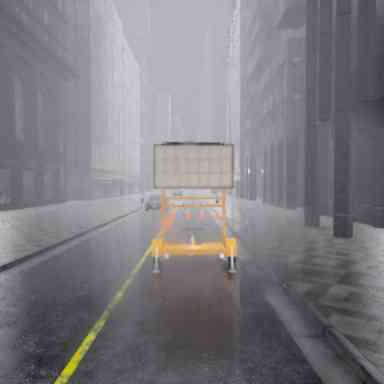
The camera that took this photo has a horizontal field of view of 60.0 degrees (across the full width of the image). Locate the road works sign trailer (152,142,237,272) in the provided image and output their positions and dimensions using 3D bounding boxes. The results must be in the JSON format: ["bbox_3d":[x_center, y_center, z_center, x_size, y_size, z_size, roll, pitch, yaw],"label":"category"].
[{"bbox_3d":[0.047,0.294,10.095,2.380,3.560,2.880,0,1,-1],"label":"road works sign trailer"}]

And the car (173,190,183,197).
[{"bbox_3d":[-3.025,0.222,70.711,1.882,1.535,5.008,0,1,0],"label":"car"}]

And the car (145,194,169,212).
[{"bbox_3d":[-3.109,0.991,30.169,1.837,1.490,4.892,0,1,0],"label":"car"}]
